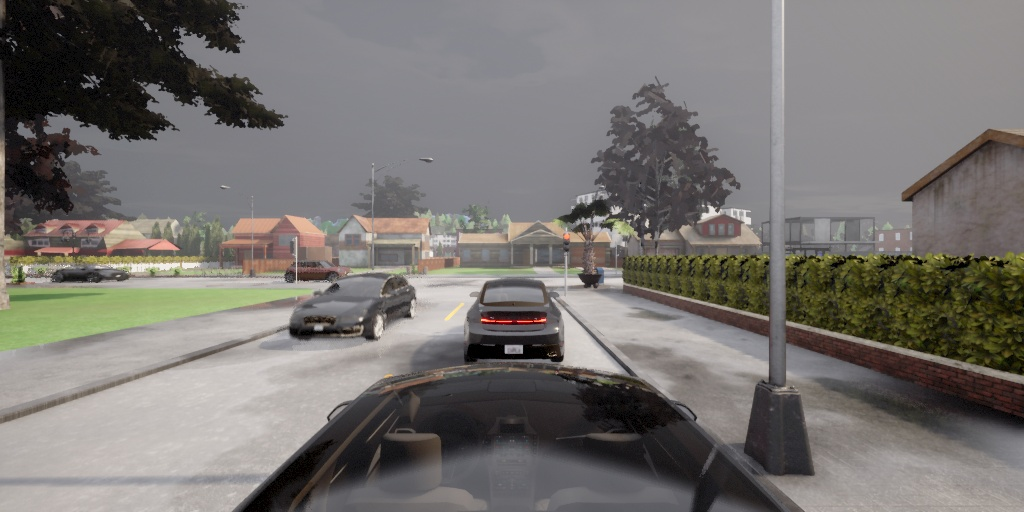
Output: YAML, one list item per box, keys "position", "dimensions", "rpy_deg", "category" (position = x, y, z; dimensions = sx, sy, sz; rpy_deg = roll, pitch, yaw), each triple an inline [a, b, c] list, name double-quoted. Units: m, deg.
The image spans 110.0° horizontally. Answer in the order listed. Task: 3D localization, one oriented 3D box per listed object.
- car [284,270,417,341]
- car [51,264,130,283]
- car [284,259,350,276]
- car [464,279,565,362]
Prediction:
- position: [-4.034, 1.255, 9.958]
  dimensions: [1.837, 1.490, 4.892]
  rpy_deg: [0, 0, 1]
  category: "car"
- position: [-31.451, 1.314, 26.814]
  dimensions: [4.181, 1.385, 1.994]
  rpy_deg: [0, 0, 0]
  category: "car"
- position: [-14.338, 1.102, 26.838]
  dimensions: [4.553, 1.767, 2.097]
  rpy_deg: [0, 0, 0]
  category: "car"
- position: [0.052, 1.255, 8.187]
  dimensions: [1.837, 1.490, 4.892]
  rpy_deg: [0, 0, 1]
  category: "car"
